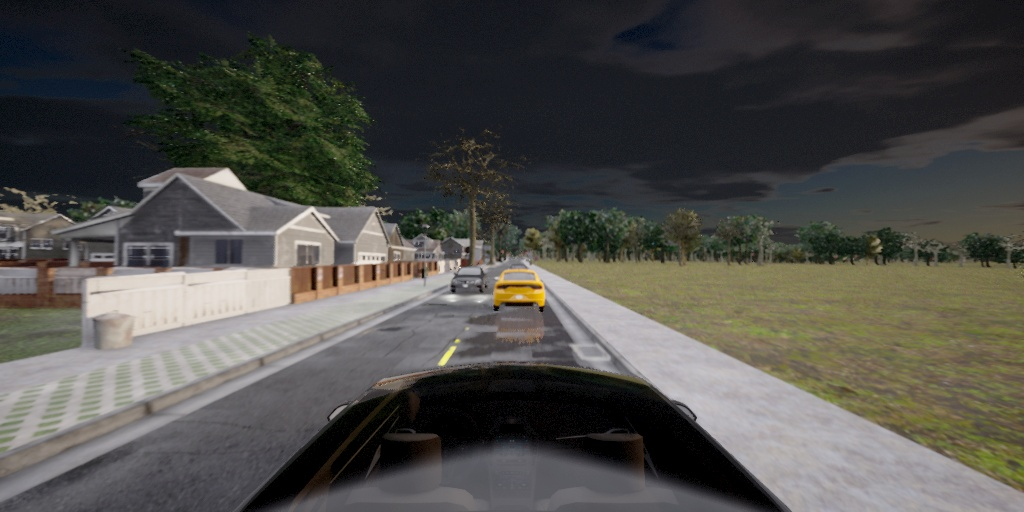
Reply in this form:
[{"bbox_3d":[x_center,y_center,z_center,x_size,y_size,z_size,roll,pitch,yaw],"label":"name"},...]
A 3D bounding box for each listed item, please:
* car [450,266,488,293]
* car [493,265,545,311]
[{"bbox_3d":[-2.463,1.357,21.657,1.812,1.442,4.674,0,0,1],"label":"car"},{"bbox_3d":[0.290,1.287,14.876,1.882,1.535,5.008,0,-1,1],"label":"car"}]
